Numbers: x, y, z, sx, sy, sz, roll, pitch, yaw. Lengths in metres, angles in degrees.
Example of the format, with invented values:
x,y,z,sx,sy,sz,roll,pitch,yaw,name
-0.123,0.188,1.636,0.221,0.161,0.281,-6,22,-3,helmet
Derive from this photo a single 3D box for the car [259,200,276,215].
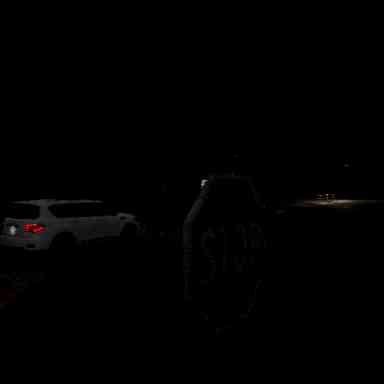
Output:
x,y,z,sx,sy,sz,roll,pitch,yaw,name
7.175,1.498,33.771,1.994,1.385,4.181,0,0,28,car

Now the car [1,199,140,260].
x,y,z,sx,sy,sz,roll,pitch,yaw,name
-4.467,1.289,13.152,2.150,2.045,5.566,0,0,31,car
